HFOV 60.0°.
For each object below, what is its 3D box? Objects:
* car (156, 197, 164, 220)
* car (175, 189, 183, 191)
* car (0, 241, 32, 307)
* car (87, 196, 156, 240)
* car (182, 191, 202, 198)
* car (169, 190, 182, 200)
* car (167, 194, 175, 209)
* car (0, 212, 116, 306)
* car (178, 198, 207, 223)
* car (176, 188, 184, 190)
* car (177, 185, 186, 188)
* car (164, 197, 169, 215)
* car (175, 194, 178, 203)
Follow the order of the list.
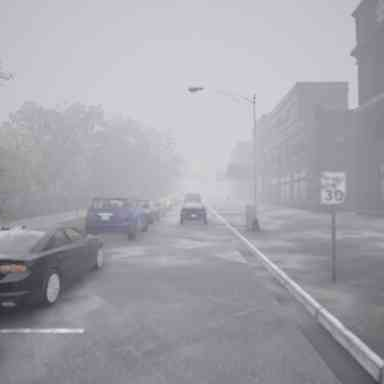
[{"bbox_3d":[-3.645,1.345,24.726,2.185,1.767,4.553,0,1,2],"label":"car"},{"bbox_3d":[-3.609,0.749,71.989,1.946,1.575,5.366,1,3,2],"label":"car"},{"bbox_3d":[-3.650,1.517,2.578,2.231,1.521,4.892,0,-1,2],"label":"car"},{"bbox_3d":[-3.645,1.222,17.072,2.435,2.045,5.566,0,0,2],"label":"car"},{"bbox_3d":[0.113,1.169,42.997,2.150,2.045,5.566,0,0,0],"label":"car"},{"bbox_3d":[-3.609,1.033,60.971,2.185,1.767,4.553,2,2,2],"label":"car"},{"bbox_3d":[-3.631,1.426,41.578,1.946,1.575,5.366,0,1,2],"label":"car"},{"bbox_3d":[-3.649,1.498,8.119,2.097,1.535,5.008,0,0,2],"label":"car"},{"bbox_3d":[0.108,1.461,25.135,1.882,1.535,5.008,0,0,0],"label":"car"},{"bbox_3d":[-3.610,0.490,77.723,2.231,1.521,4.892,1,3,2],"label":"car"},{"bbox_3d":[-3.627,-0.291,88.833,2.185,1.767,4.553,0,4,2],"label":"car"},{"bbox_3d":[-3.653,1.516,30.331,2.163,1.488,4.792,-1,1,2],"label":"car"},{"bbox_3d":[-3.637,1.441,47.715,2.002,1.452,4.674,0,0,2],"label":"car"}]
